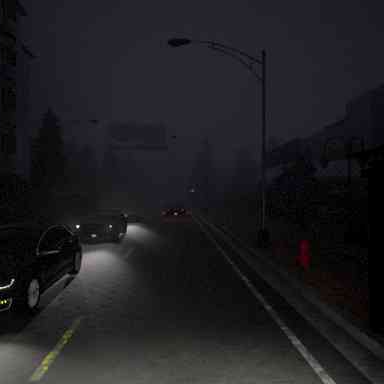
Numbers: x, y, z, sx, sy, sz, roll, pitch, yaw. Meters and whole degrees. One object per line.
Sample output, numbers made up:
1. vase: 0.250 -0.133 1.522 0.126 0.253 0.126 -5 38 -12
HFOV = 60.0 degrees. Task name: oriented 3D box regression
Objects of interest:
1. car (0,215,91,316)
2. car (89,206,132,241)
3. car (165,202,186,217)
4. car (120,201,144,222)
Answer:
1. car: -3.943 1.508 7.640 1.837 1.490 4.892 0 0 -3
2. car: -4.447 1.608 16.887 1.895 1.301 4.718 0 0 -3
3. car: -1.532 1.613 31.089 1.895 1.301 4.718 0 0 -3
4. car: -4.959 1.502 26.733 2.128 1.511 4.902 0 0 -3
